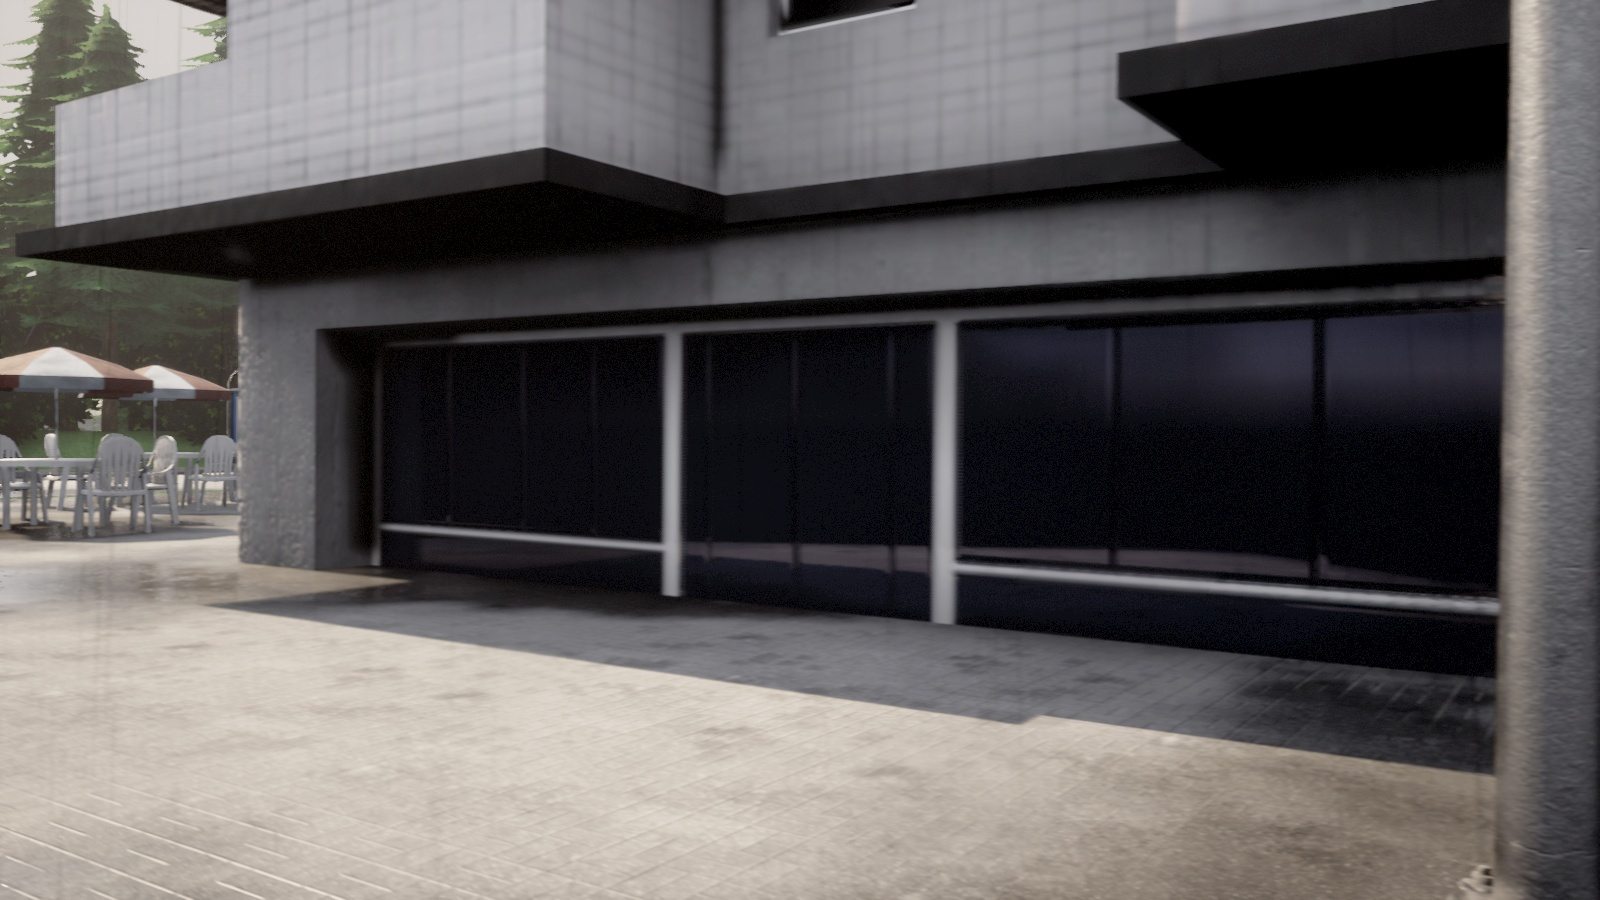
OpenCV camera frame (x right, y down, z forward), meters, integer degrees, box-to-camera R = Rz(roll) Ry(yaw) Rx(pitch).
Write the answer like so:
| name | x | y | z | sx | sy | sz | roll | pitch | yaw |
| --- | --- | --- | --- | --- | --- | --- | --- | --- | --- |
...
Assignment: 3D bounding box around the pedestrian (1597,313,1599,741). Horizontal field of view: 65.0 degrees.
| name | x | y | z | sx | sy | sz | roll | pitch | yaw |
| --- | --- | --- | --- | --- | --- | --- | --- | --- | --- |
| pedestrian | 3.982 | 0.346 | 5.596 | 0.666 | 1.930 | 0.402 | 0 | 1 | 42 |
